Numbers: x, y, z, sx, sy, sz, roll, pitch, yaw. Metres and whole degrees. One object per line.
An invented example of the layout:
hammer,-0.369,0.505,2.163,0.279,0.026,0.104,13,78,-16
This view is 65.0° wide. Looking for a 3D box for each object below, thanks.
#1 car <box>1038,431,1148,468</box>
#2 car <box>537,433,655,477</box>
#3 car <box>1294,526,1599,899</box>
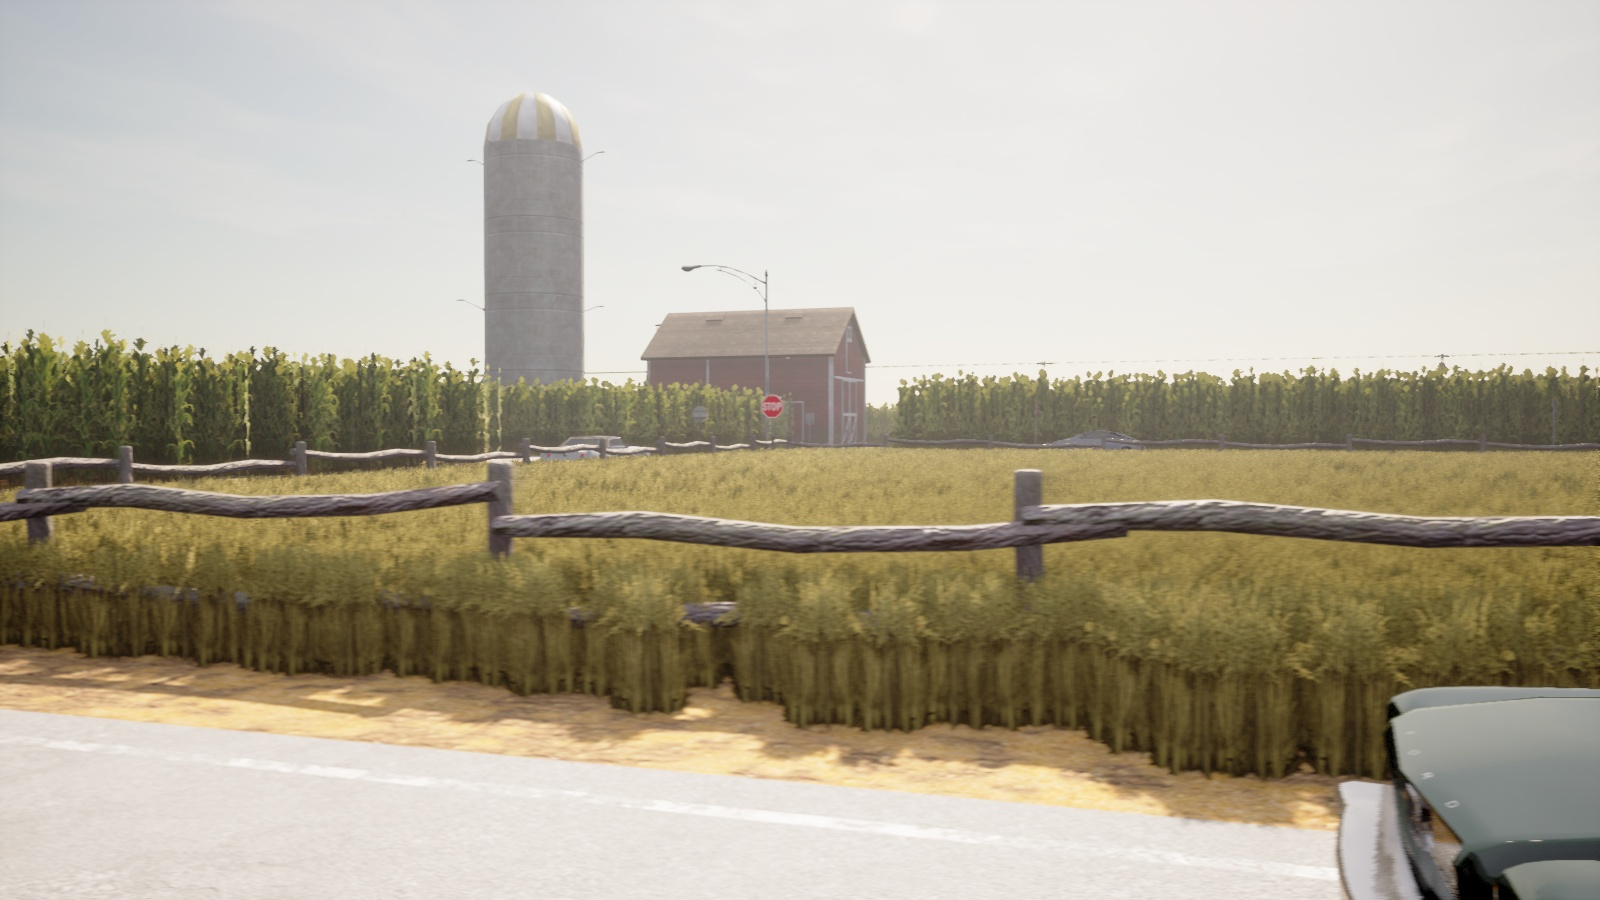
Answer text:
car,11.916,-0.046,51.050,4.181,1.385,1.994,1,1,19
car,-6.736,0.124,42.031,1.895,1.301,4.718,1,1,19
car,3.396,0.910,2.052,4.718,1.301,1.895,1,1,19
